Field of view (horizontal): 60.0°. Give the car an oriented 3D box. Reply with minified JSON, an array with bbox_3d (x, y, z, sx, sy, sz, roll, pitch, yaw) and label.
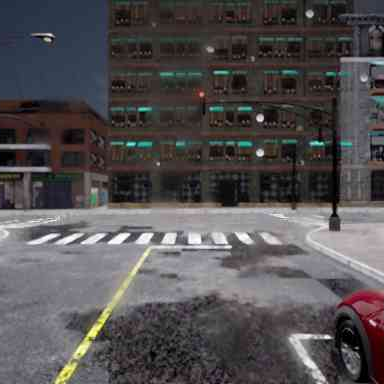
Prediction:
[{"bbox_3d":[2.746,1.394,2.587,1.967,1.590,4.097,1,1,0],"label":"car"}]
